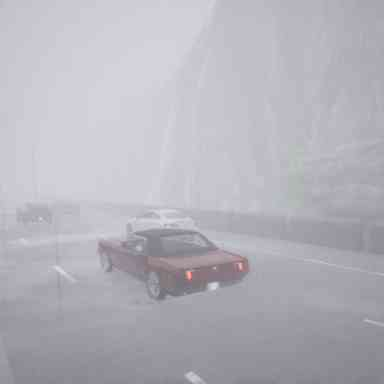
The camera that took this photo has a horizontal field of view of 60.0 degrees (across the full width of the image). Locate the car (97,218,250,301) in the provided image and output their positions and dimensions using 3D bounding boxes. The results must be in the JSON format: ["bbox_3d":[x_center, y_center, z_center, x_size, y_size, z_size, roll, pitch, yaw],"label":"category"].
[{"bbox_3d":[-0.822,1.606,8.513,1.895,1.301,4.718,0,0,-34],"label":"car"}]

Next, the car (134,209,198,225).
[{"bbox_3d":[-1.485,1.520,15.677,1.812,1.442,4.674,0,0,-34],"label":"car"}]

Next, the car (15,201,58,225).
[{"bbox_3d":[-11.362,1.480,23.908,1.837,1.490,4.892,0,0,-34],"label":"car"}]

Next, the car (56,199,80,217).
[{"bbox_3d":[-11.942,1.402,30.952,1.882,1.535,5.008,0,0,-34],"label":"car"}]
